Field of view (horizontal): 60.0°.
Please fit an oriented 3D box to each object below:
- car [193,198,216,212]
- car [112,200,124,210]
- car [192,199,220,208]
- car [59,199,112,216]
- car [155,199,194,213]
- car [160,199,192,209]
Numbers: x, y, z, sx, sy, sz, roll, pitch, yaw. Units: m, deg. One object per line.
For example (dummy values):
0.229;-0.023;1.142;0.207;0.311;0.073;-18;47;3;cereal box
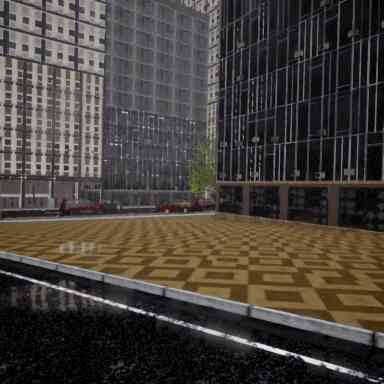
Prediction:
2.171;1.782;45.896;5.009;1.841;2.192;1;1;-34;car
-11.639;1.721;45.996;4.403;1.369;2.008;1;1;-34;car
2.394;1.873;55.605;4.313;1.339;1.947;1;1;-34;car
-11.861;1.645;36.288;5.009;1.841;2.192;1;1;-34;car
-2.511;1.966;42.698;4.507;1.381;1.887;1;1;-34;car
-2.424;1.785;52.305;4.829;1.417;1.752;1;1;-34;car
